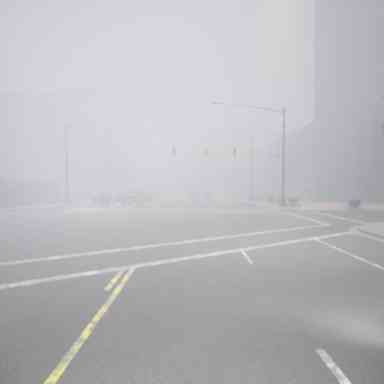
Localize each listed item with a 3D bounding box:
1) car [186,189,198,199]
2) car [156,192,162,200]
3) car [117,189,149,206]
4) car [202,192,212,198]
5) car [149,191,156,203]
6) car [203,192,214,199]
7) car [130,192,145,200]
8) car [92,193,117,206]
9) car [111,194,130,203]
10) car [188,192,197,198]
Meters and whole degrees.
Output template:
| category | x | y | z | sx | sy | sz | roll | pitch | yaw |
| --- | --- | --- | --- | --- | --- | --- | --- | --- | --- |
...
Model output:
| category | x | y | z | sx | sy | sz | roll | pitch | yaw |
| --- | --- | --- | --- | --- | --- | --- | --- | --- | --- |
| car | 0.042 | 0.438 | 68.478 | 2.150 | 2.045 | 5.566 | 0 | 0 | 0 |
| car | -6.964 | 0.709 | 65.517 | 1.882 | 1.535 | 5.008 | 0 | 0 | 0 |
| car | -7.045 | 0.605 | 40.365 | 2.150 | 2.045 | 5.566 | 0 | 1 | 1 |
| car | 3.549 | 0.635 | 78.866 | 2.033 | 1.411 | 5.357 | 0 | 0 | 0 |
| car | -7.027 | 0.662 | 50.008 | 2.097 | 1.767 | 4.553 | 0 | 0 | 0 |
| car | 3.542 | 0.740 | 68.864 | 1.812 | 1.442 | 4.674 | 0 | 0 | 0 |
| car | -10.467 | 0.715 | 64.215 | 1.882 | 1.535 | 5.008 | 0 | 0 | 0 |
| car | -10.544 | 0.875 | 40.000 | 2.128 | 1.511 | 4.902 | 0 | 1 | 0 |
| car | -10.532 | 0.915 | 49.282 | 1.895 | 1.301 | 4.718 | 0 | 0 | 0 |
| car | 0.049 | 0.647 | 78.868 | 1.994 | 1.385 | 4.181 | 0 | 0 | 0 |
